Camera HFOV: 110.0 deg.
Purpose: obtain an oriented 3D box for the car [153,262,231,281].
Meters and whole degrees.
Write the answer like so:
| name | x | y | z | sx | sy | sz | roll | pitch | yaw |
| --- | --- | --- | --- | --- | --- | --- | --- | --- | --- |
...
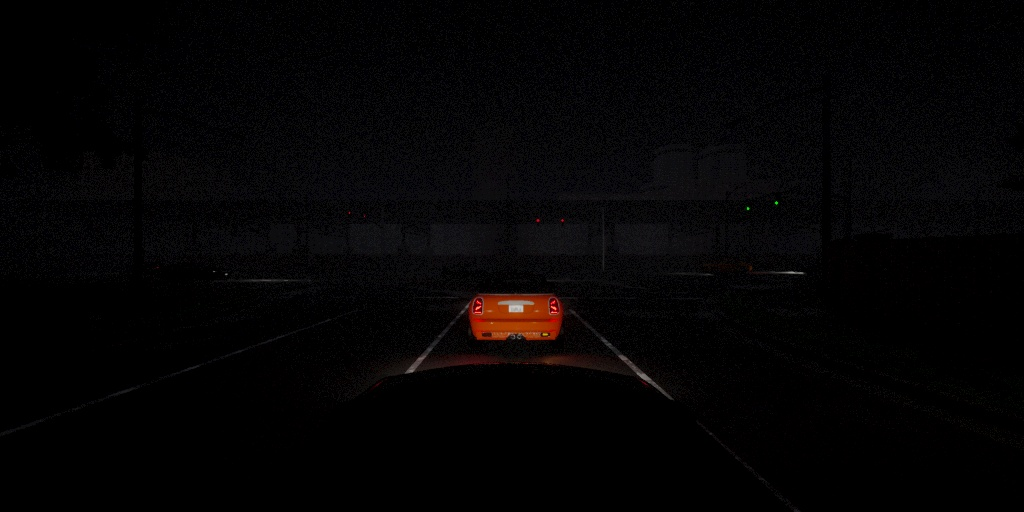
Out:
| name | x | y | z | sx | sy | sz | roll | pitch | yaw |
| --- | --- | --- | --- | --- | --- | --- | --- | --- | --- |
| car | -25.968 | 1.241 | 29.568 | 4.902 | 1.511 | 2.128 | 0 | 0 | 1 |

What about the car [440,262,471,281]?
| name | x | y | z | sx | sy | sz | roll | pitch | yaw |
| --- | --- | --- | --- | --- | --- | --- | --- | --- | --- |
| car | -3.292 | 1.232 | 28.986 | 4.902 | 1.511 | 2.128 | 0 | 0 | 1 |

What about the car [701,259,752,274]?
| name | x | y | z | sx | sy | sz | roll | pitch | yaw |
| --- | --- | --- | --- | --- | --- | --- | --- | --- | --- |
| car | 23.224 | 1.098 | 39.022 | 5.008 | 1.535 | 1.882 | -1 | 0 | 1 |

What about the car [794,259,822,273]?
| name | x | y | z | sx | sy | sz | roll | pitch | yaw |
| --- | --- | --- | --- | --- | --- | --- | --- | --- | --- |
| car | 33.134 | 1.065 | 38.768 | 4.181 | 1.385 | 1.994 | -1 | 0 | 1 |

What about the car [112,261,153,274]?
| name | x | y | z | sx | sy | sz | roll | pitch | yaw |
| --- | --- | --- | --- | --- | --- | --- | --- | --- | --- |
| car | -41.838 | 1.297 | 40.662 | 5.357 | 1.411 | 2.033 | 0 | 0 | 1 |

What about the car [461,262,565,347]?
| name | x | y | z | sx | sy | sz | roll | pitch | yaw |
| --- | --- | --- | --- | --- | --- | --- | --- | --- | --- |
| car | 0.083 | 1.103 | 9.490 | 2.097 | 1.767 | 4.553 | 0 | 0 | 0 |
